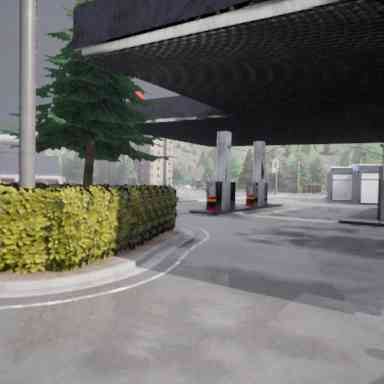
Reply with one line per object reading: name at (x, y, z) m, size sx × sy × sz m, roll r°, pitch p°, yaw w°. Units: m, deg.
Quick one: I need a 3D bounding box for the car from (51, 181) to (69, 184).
car at (-26.701, -1.254, 65.408) m, size 3.866 × 1.878 × 1.905 m, roll 2°, pitch 2°, yaw 35°

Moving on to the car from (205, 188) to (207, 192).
car at (4.964, -0.368, 65.547) m, size 5.027 × 1.636 × 2.152 m, roll 2°, pitch 2°, yaw 35°

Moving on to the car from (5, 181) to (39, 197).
car at (-21.692, -0.455, 42.379) m, size 4.605 × 1.855 × 1.932 m, roll 2°, pitch 2°, yaw 35°

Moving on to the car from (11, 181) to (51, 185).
car at (-17.161, -0.172, 35.162) m, size 3.866 × 1.878 × 1.905 m, roll 2°, pitch 2°, yaw 35°

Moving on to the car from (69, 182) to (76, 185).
car at (-25.363, -1.284, 68.020) m, size 4.605 × 1.855 × 1.932 m, roll 2°, pitch 2°, yaw 35°
